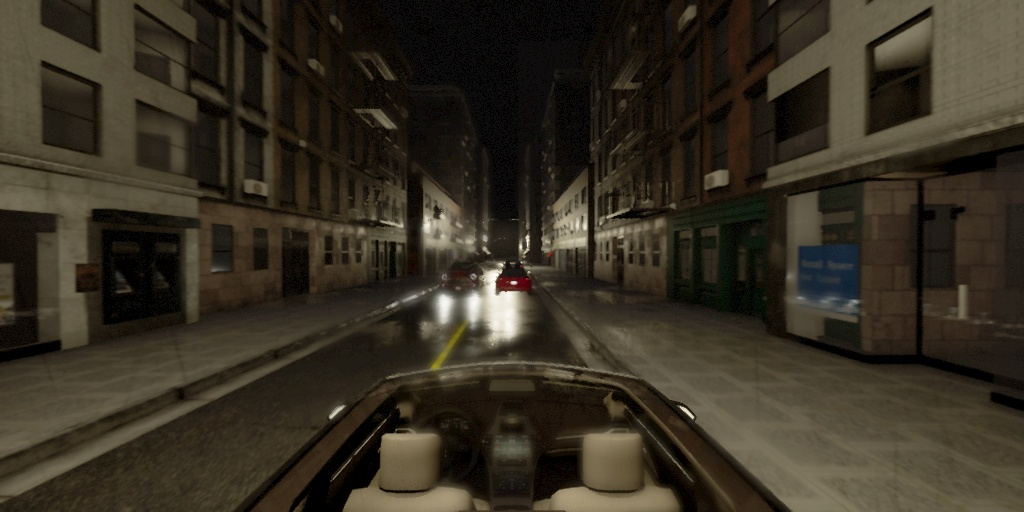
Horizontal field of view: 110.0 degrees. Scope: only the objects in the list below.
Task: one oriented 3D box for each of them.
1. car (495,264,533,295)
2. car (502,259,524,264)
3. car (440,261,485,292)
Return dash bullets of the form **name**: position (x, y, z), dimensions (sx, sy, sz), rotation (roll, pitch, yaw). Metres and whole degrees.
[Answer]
- **car**: position (0.098, 1.309, 19.860), dimensions (1.994, 1.385, 4.181), rotation (0, 0, 0)
- **car**: position (0.101, 1.100, 35.440), dimensions (2.097, 1.767, 4.553), rotation (0, 0, 0)
- **car**: position (-2.806, 1.096, 21.034), dimensions (2.097, 1.767, 4.553), rotation (0, 0, 0)
